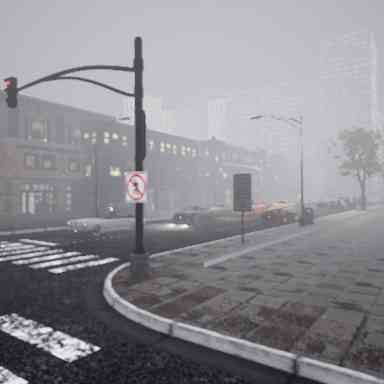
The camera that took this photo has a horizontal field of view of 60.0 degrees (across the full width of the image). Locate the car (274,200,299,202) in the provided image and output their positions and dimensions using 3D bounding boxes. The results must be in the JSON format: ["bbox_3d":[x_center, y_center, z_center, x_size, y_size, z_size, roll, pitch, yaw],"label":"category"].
[{"bbox_3d":[11.933,1.814,43.697,1.882,1.535,5.008,-1,-1,36],"label":"car"}]

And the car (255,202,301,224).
[{"bbox_3d":[7.051,1.750,26.657,1.887,1.381,4.507,-1,-1,35],"label":"car"}]

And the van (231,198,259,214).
[{"bbox_3d":[6.496,1.669,40.547,1.690,1.788,3.998,-1,-1,35],"label":"van"}]

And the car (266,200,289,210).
[{"bbox_3d":[12.751,1.911,49.451,1.752,1.417,4.829,-1,-1,35],"label":"car"}]

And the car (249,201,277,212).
[{"bbox_3d":[9.674,1.907,45.068,2.008,1.369,4.403,-1,-1,35],"label":"car"}]

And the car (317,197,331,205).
[{"bbox_3d":[28.723,1.983,72.204,1.967,1.590,4.097,-1,-1,35],"label":"car"}]

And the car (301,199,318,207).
[{"bbox_3d":[22.374,2.030,63.159,2.008,1.369,4.403,-1,-1,35],"label":"car"}]

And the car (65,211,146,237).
[{"bbox_3d":[-4.989,1.795,19.668,1.895,1.301,4.718,-1,-1,35],"label":"car"}]

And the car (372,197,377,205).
[{"bbox_3d":[35.583,2.057,67.388,1.802,1.307,4.206,-1,-1,35],"label":"car"}]

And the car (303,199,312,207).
[{"bbox_3d":[19.199,1.999,58.636,2.008,1.369,4.403,-1,-1,35],"label":"car"}]

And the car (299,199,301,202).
[{"bbox_3d":[16.024,1.968,54.113,2.008,1.369,4.403,-1,-1,35],"label":"car"}]

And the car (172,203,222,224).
[{"bbox_3d":[0.259,1.800,27.129,1.994,1.385,4.181,-1,-1,36],"label":"car"}]

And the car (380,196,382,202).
[{"bbox_3d":[41.933,2.124,76.434,1.802,1.307,4.206,-1,-1,35],"label":"car"}]

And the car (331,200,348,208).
[{"bbox_3d":[25.641,2.019,57.725,1.895,1.301,4.718,-1,-1,35],"label":"car"}]

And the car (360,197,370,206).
[{"bbox_3d":[29.232,1.727,58.347,2.192,1.841,5.009,-1,-1,35],"label":"car"}]

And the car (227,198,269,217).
[{"bbox_3d":[6.064,1.636,35.396,2.097,1.767,4.553,-1,-1,35],"label":"car"}]

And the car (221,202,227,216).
[{"bbox_3d":[3.225,1.824,35.883,1.752,1.417,4.829,-1,-1,35],"label":"car"}]

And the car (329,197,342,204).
[{"bbox_3d":[35.073,2.049,81.250,1.967,1.590,4.097,-1,-1,35],"label":"car"}]

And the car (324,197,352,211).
[{"bbox_3d":[19.707,1.759,44.777,1.967,1.590,4.097,-1,-1,35],"label":"car"}]

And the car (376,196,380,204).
[{"bbox_3d":[38.856,2.034,72.051,1.752,1.417,4.829,-1,-1,35],"label":"car"}]

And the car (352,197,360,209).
[{"bbox_3d":[22.881,1.665,49.302,2.192,1.841,5.009,-1,-1,35],"label":"car"}]

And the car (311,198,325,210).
[{"bbox_3d":[19.854,1.853,49.485,2.128,1.511,4.902,-1,-1,35],"label":"car"}]

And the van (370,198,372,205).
[{"bbox_3d":[32.407,1.784,62.869,1.690,1.788,3.998,-1,-1,35],"label":"van"}]
